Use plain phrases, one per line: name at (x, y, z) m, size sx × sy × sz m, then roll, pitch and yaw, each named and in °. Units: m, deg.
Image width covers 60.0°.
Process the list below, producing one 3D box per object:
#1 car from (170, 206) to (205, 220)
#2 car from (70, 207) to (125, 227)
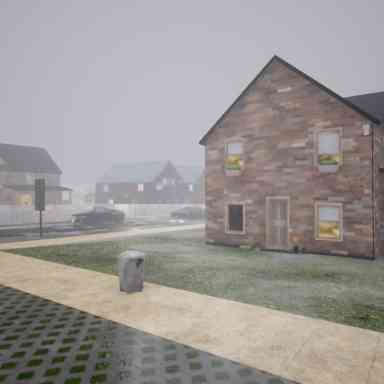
car at (-0.194, 2.355, 38.118) m, size 2.033 × 1.411 × 5.357 m, roll 0°, pitch -2°, yaw 35°
car at (-7.686, 1.973, 27.450) m, size 2.128 × 1.511 × 4.902 m, roll 0°, pitch -2°, yaw 35°
